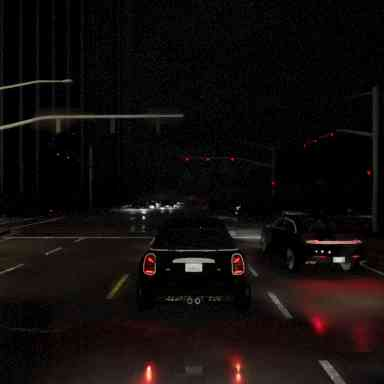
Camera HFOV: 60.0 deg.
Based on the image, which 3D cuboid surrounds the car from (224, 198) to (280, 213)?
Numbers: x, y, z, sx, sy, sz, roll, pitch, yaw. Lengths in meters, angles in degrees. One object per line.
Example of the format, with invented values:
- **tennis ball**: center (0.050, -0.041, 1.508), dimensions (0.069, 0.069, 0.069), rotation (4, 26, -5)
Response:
- **car**: center (5.668, 1.376, 30.086), dimensions (4.553, 1.767, 2.097), rotation (0, 0, -14)

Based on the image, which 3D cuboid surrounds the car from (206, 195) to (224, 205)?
- **car**: center (3.362, 1.476, 43.626), dimensions (1.882, 1.535, 5.008), rotation (-1, 0, -4)

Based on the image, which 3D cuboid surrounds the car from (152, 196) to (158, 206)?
- **car**: center (-7.184, 1.352, 55.399), dimensions (2.097, 1.767, 4.553), rotation (0, 0, 0)

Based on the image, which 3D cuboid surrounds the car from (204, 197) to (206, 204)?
- **car**: center (3.482, 1.352, 64.558), dimensions (2.097, 1.767, 4.553), rotation (0, 0, 0)

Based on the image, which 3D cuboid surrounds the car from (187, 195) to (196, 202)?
- **car**: center (-0.137, 1.478, 77.906), dimensions (1.882, 1.535, 5.008), rotation (0, 0, 0)

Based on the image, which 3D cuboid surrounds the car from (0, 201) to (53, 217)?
- **car**: center (-15.427, 1.582, 31.052), dimensions (4.674, 1.442, 1.812), rotation (0, 0, 0)

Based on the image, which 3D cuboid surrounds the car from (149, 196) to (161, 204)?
- **car**: center (-7.164, 1.526, 64.195), dimensions (1.812, 1.442, 4.674), rotation (0, 0, 0)

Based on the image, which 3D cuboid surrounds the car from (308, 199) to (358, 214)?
- **car**: center (14.635, 1.560, 34.717), dimensions (4.892, 1.490, 1.837), rotation (0, 0, 2)

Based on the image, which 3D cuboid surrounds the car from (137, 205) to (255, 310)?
- **car**: center (0.043, 1.352, 7.992), dimensions (2.097, 1.767, 4.553), rotation (0, 0, 0)

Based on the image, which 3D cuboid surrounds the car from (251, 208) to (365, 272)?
- **car**: center (3.600, 1.492, 10.801), dimensions (2.128, 1.511, 4.902), rotation (0, 0, -3)

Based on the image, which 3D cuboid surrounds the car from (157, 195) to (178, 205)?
- **car**: center (-3.678, 1.547, 50.817), dimensions (2.033, 1.411, 5.357), rotation (0, 0, 0)

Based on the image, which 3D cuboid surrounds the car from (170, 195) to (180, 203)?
- **car**: center (-3.624, 1.500, 70.530), dimensions (1.837, 1.490, 4.892), rotation (0, 0, 0)

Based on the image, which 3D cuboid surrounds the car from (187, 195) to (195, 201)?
- **car**: center (-0.156, 1.540, 88.255), dimensions (2.033, 1.411, 5.357), rotation (0, 0, 0)

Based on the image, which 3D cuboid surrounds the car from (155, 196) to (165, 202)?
- **car**: center (-7.131, 1.594, 74.238), dimensions (1.895, 1.301, 4.718), rotation (0, 0, 0)

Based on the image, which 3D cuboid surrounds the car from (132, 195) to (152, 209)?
- **car**: center (-7.175, 1.526, 46.496), dimensions (1.812, 1.442, 4.674), rotation (0, 0, 0)

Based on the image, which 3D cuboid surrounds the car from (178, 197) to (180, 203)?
- **car**: center (-3.678, 1.491, 60.320), dimensions (2.128, 1.511, 4.902), rotation (0, 0, 0)
